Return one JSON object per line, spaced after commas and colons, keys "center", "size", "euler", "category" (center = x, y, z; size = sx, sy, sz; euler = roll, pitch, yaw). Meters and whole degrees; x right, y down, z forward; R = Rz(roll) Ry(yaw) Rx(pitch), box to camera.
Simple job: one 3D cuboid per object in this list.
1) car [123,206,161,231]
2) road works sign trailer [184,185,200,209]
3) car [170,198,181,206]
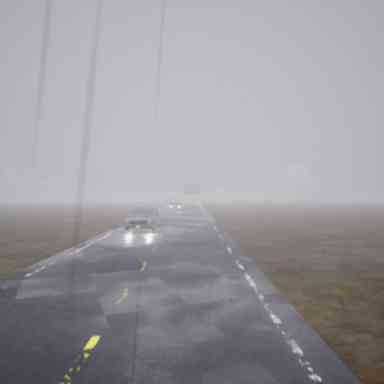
{"center": [-3.102, 1.648, 21.764], "size": [2.033, 1.411, 5.357], "euler": [0, 0, 0], "category": "car"}
{"center": [-0.005, 0.698, 50.285], "size": [2.380, 3.560, 2.880], "euler": [0, 0, 0], "category": "road works sign trailer"}
{"center": [-3.039, 1.811, 61.447], "size": [1.812, 1.442, 4.674], "euler": [0, 0, 1], "category": "car"}
